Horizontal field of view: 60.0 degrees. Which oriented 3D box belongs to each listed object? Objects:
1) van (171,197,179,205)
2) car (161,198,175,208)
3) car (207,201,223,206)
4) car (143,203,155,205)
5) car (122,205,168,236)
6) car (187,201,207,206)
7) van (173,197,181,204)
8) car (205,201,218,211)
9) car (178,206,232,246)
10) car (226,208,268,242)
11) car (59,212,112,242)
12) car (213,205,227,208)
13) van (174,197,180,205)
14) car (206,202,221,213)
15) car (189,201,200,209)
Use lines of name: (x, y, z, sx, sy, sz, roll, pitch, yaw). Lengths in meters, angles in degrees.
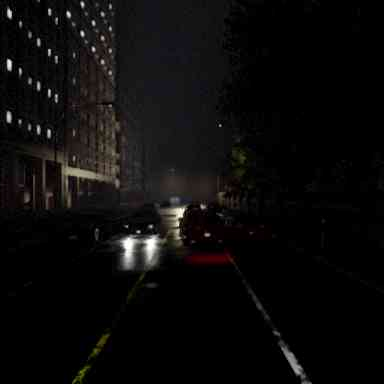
van: (-4.261, 2.275, 85.076, 1.690, 1.788, 3.998, 0, -1, 2)
car: (-4.868, 2.249, 62.563, 1.947, 1.339, 4.313, 0, -1, 1)
car: (2.753, 1.915, 34.182, 1.887, 1.381, 4.507, 0, -1, 0)
car: (-5.221, 1.979, 40.063, 1.887, 1.381, 4.507, 0, -1, 0)
car: (-2.857, 1.768, 20.409, 2.033, 1.411, 5.357, 0, -1, 0)
car: (0.139, 1.904, 32.870, 2.033, 1.411, 5.357, 0, -1, 0)
van: (-4.074, 2.339, 90.702, 1.690, 1.788, 3.998, 0, -1, 2)
car: (2.951, 2.084, 51.273, 1.752, 1.417, 4.829, 0, -1, 1)
car: (0.408, 1.654, 16.292, 1.882, 1.535, 5.008, 0, -1, -5)
car: (2.698, 1.732, 17.270, 1.887, 1.381, 4.507, 0, -1, 0)
car: (-5.472, 1.756, 17.570, 1.947, 1.339, 4.313, 0, -1, 0)
car: (2.701, 1.799, 22.903, 2.008, 1.369, 4.403, 0, -1, 0)
van: (-4.436, 2.212, 79.444, 1.690, 1.788, 3.998, 0, -1, 2)
car: (2.867, 2.039, 45.463, 1.887, 1.381, 4.507, 0, -1, 1)
car: (0.432, 2.216, 56.399, 1.895, 1.301, 4.718, 0, -1, 1)
